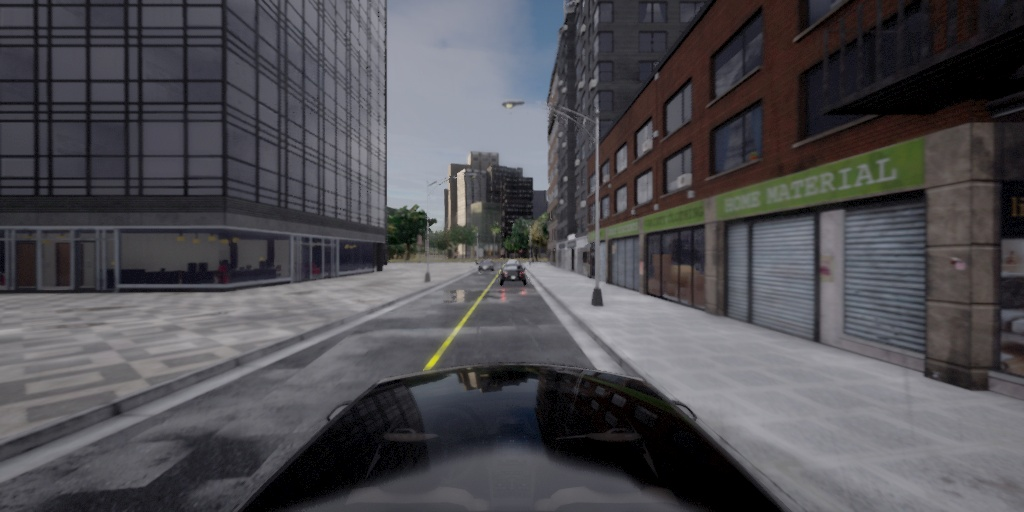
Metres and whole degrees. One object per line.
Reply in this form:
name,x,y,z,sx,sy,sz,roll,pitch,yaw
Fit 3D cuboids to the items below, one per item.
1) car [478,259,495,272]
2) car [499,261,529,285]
car,-3.086,1.157,43.691,2.128,1.511,4.902,0,0,0
car,0.097,1.294,26.618,1.812,1.442,4.674,0,0,0
